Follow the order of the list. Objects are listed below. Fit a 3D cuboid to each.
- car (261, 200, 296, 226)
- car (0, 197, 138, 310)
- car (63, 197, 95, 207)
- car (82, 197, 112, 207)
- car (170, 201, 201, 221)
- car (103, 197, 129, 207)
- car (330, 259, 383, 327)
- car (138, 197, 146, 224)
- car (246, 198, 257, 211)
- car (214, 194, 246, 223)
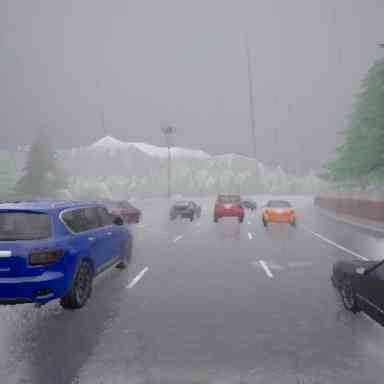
[{"bbox_3d":[6.002,1.352,23.436,2.097,1.767,4.553,0,0,10],"label":"car"},{"bbox_3d":[-3.056,1.222,8.004,2.150,2.045,5.566,0,0,4],"label":"car"},{"bbox_3d":[-18.353,1.579,54.194,2.033,1.411,5.357,0,0,20],"label":"car"},{"bbox_3d":[-15.061,1.515,53.006,2.128,1.511,4.902,0,0,20],"label":"car"},{"bbox_3d":[-0.450,1.505,26.947,1.837,1.490,4.892,0,0,11],"label":"car"},{"bbox_3d":[-11.768,1.562,51.818,1.812,1.442,4.674,0,0,20],"label":"car"},{"bbox_3d":[3.750,1.548,4.590,2.033,1.411,5.357,0,0,3],"label":"car"},{"bbox_3d":[-4.904,1.352,22.062,2.097,1.767,4.553,0,0,9],"label":"car"},{"bbox_3d":[6.825,1.504,40.663,1.837,1.490,4.892,0,0,18],"label":"car"},{"bbox_3d":[2.941,1.215,25.988,2.150,2.045,5.566,0,-1,9],"label":"car"}]
